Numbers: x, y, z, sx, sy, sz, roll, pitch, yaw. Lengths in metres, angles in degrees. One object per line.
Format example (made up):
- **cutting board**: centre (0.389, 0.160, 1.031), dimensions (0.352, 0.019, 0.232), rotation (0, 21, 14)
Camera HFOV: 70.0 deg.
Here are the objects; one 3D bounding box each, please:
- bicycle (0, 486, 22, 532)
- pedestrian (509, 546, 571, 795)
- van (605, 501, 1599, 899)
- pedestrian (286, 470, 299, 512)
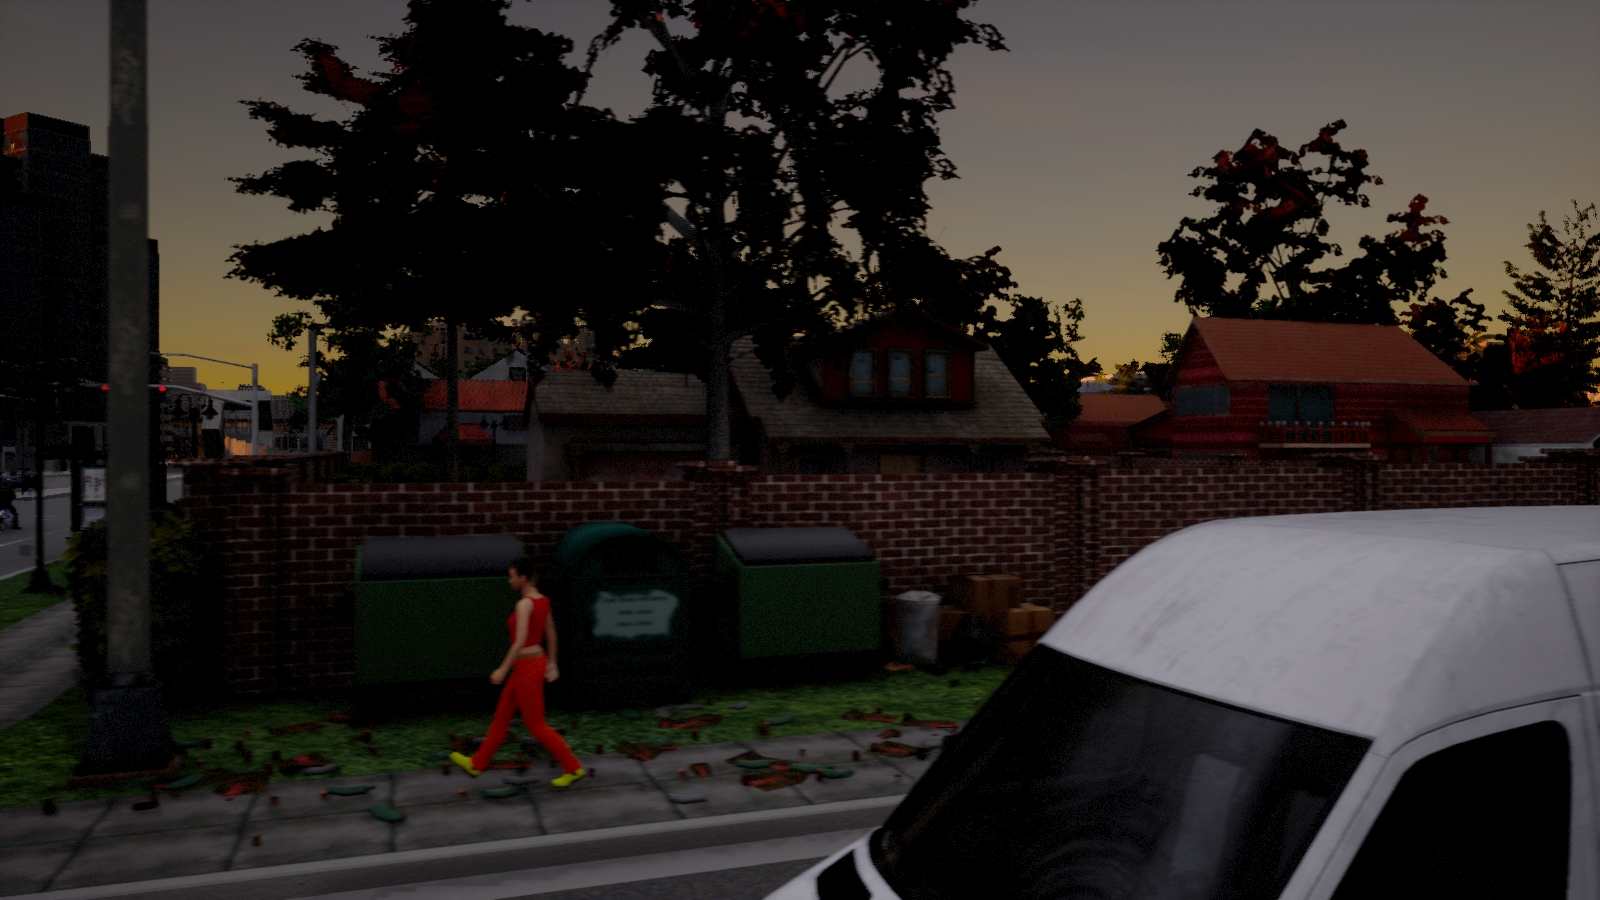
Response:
- **bicycle**: centre (-27.573, 2.048, 39.799), dimensions (0.329, 1.496, 1.835), rotation (0, 0, -20)
- **pedestrian**: centre (-2.023, 1.696, 8.908), dimensions (0.375, 1.860, 0.375), rotation (0, 0, 4)
- **van**: centre (2.421, 1.535, 4.175), dimensions (5.915, 2.561, 1.988), rotation (0, 0, -20)
- **pedestrian**: centre (-22.923, 1.848, 51.614), dimensions (0.375, 1.860, 0.375), rotation (0, 0, 27)
